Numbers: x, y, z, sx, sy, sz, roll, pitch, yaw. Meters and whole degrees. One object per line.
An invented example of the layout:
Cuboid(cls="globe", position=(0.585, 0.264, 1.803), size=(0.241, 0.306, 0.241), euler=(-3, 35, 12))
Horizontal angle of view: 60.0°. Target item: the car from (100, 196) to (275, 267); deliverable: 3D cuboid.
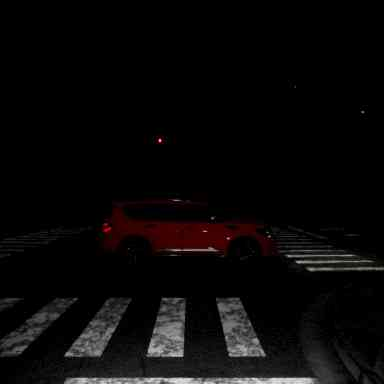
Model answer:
Cuboid(cls="car", position=(-0.173, 1.256, 10.976), size=(5.566, 2.045, 2.150), euler=(0, 0, 0))
